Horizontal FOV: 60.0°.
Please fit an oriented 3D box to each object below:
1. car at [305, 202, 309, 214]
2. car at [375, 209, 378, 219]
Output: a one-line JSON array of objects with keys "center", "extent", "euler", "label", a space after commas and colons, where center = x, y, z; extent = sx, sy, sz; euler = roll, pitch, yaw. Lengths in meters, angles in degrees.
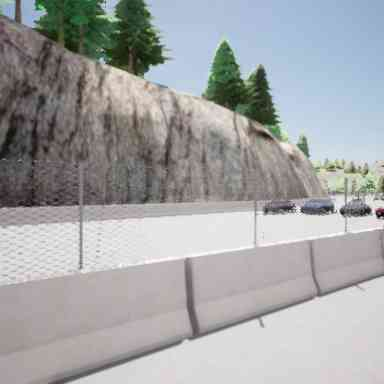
[{"center": [12.980, 1.380, 34.166], "extent": [2.097, 1.767, 4.553], "euler": [0, 0, 43], "label": "car"}, {"center": [17.310, 1.616, 28.545], "extent": [1.895, 1.301, 4.718], "euler": [0, 0, 44], "label": "car"}]
